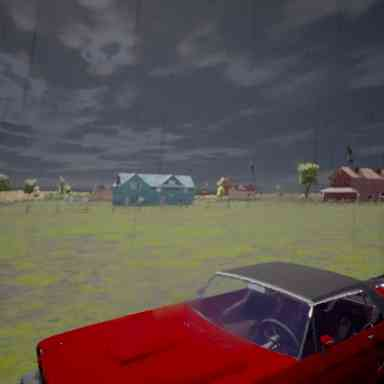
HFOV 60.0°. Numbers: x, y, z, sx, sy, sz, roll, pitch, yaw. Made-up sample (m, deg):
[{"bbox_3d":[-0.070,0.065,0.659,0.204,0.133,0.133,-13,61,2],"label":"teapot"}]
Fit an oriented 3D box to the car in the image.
[{"bbox_3d":[0.802,1.588,3.679,4.718,1.301,1.895,0,0,-36],"label":"car"}]
